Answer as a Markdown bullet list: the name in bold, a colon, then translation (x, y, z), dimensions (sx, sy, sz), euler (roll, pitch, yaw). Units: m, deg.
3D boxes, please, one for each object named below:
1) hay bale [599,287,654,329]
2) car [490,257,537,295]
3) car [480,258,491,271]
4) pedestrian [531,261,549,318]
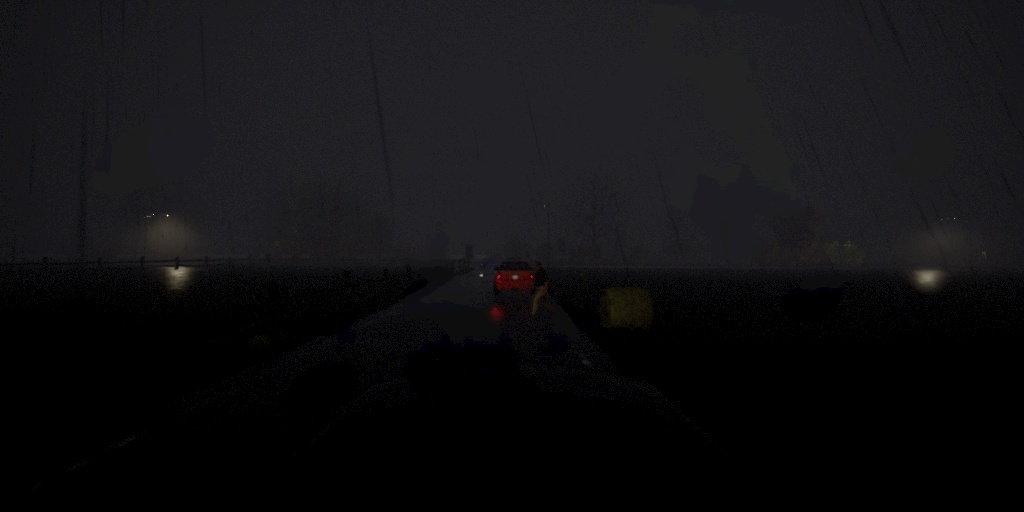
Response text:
- **hay bale**: translation (3.123, 1.353, 9.934), dimensions (1.220, 1.180, 1.240), euler (0, 0, 0)
- **car**: translation (0.110, 0.988, 19.068), dimensions (2.097, 1.767, 4.553), euler (0, 1, -1)
- **car**: translation (-2.772, 0.928, 43.868), dimensions (1.882, 1.535, 5.008), euler (0, 0, 0)
- **pedestrian**: translation (0.854, 0.984, 11.017), dimensions (0.375, 1.860, 0.375), euler (0, 1, -1)
